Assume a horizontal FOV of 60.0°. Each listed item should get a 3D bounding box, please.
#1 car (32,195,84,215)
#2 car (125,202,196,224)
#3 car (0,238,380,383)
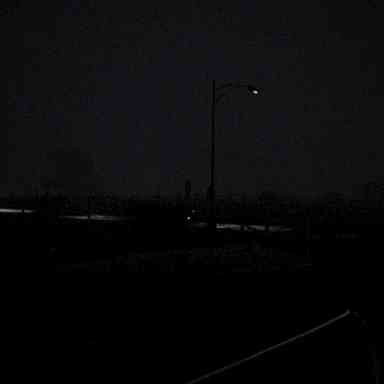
[{"bbox_3d":[-11.136,1.046,27.576,5.008,1.535,1.882,1,0,31],"label":"car"},{"bbox_3d":[-2.112,1.311,22.213,4.718,1.301,1.895,1,0,30],"label":"car"},{"bbox_3d":[-0.553,1.352,2.553,4.553,1.767,2.097,0,0,-36],"label":"car"}]
